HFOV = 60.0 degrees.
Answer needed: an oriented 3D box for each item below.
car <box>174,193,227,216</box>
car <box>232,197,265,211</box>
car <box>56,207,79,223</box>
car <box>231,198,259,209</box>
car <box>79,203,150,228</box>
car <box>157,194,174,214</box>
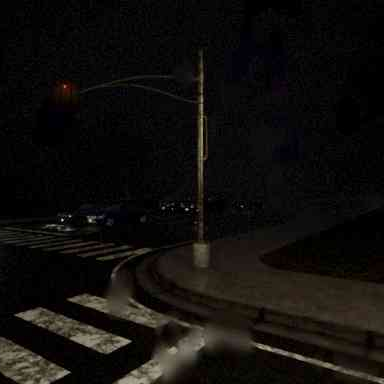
[{"bbox_3d":[1.136,1.124,30.680,2.150,2.045,5.566,0,0,35],"label":"car"},{"bbox_3d":[6.992,1.375,39.057,1.837,1.490,4.892,0,0,35],"label":"car"},{"bbox_3d":[-7.098,1.493,24.484,2.033,1.411,5.357,0,0,38],"label":"car"},{"bbox_3d":[7.227,1.469,45.053,1.895,1.301,4.718,0,0,35],"label":"car"},{"bbox_3d":[-4.820,1.464,22.146,1.812,1.442,4.674,0,0,36],"label":"car"},{"bbox_3d":[-1.076,1.130,33.188,2.150,2.045,5.566,0,0,35],"label":"car"}]
